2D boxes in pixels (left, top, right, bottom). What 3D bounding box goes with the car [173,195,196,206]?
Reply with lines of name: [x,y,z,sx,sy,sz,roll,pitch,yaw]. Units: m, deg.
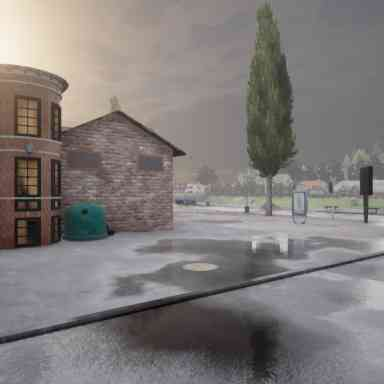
car: [-1.249,1.352,55.645,2.097,1.767,4.553,0,0,-36]
